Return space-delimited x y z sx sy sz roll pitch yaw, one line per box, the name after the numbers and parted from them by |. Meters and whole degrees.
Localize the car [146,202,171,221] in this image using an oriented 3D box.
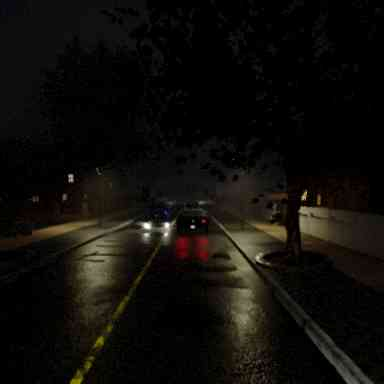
-2.828 1.609 28.749 1.882 1.535 5.008 0 0 0 | car

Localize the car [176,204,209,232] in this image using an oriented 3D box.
0.044 1.689 20.911 1.895 1.301 4.718 0 0 0 | car

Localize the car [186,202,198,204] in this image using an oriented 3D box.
0.013 1.738 36.278 1.994 1.385 4.181 0 0 -2 | car
